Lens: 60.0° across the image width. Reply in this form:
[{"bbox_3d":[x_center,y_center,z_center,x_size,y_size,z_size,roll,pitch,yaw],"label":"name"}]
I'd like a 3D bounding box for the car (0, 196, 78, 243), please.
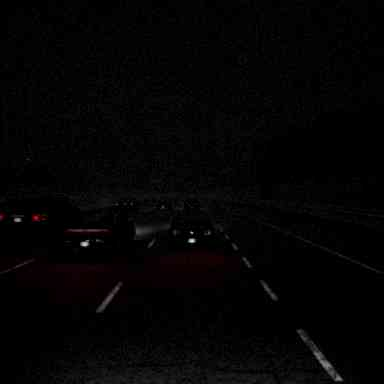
[{"bbox_3d":[-7.003,1.212,16.034,2.150,2.045,5.566,0,0,0],"label":"car"}]

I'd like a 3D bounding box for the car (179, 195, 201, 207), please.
[{"bbox_3d":[-0.008,1.457,37.568,2.128,1.511,4.902,0,0,0],"label":"car"}]

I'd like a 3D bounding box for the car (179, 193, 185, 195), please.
[{"bbox_3d":[-3.516,1.488,80.808,2.033,1.411,5.357,0,0,0],"label":"car"}]

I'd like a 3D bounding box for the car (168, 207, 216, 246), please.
[{"bbox_3d":[-0.003,1.592,15.080,1.895,1.301,4.718,0,0,0],"label":"car"}]

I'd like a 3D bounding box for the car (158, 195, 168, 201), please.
[{"bbox_3d":[-7.016,1.472,80.810,1.812,1.442,4.674,0,0,0],"label":"car"}]

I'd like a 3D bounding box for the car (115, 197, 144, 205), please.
[{"bbox_3d":[-7.009,1.318,36.594,2.097,1.767,4.553,0,0,0],"label":"car"}]

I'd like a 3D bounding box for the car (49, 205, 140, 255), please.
[{"bbox_3d":[-3.502,1.485,13.280,2.128,1.511,4.902,0,0,0],"label":"car"}]

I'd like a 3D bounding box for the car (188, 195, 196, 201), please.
[{"bbox_3d":[-0.016,1.472,80.810,1.812,1.442,4.674,0,0,0],"label":"car"}]

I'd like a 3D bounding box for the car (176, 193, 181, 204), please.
[{"bbox_3d":[-3.511,1.430,60.067,1.882,1.535,5.008,0,0,0],"label":"car"}]

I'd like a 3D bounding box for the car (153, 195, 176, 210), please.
[{"bbox_3d":[-3.507,1.467,42.962,1.837,1.490,4.892,0,0,0],"label":"car"}]

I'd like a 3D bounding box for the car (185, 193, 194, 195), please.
[{"bbox_3d":[-0.013,1.429,63.666,1.882,1.535,5.008,0,0,0],"label":"car"}]

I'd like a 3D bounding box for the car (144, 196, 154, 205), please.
[{"bbox_3d":[-7.011,1.445,55.558,2.128,1.511,4.902,0,0,0],"label":"car"}]
